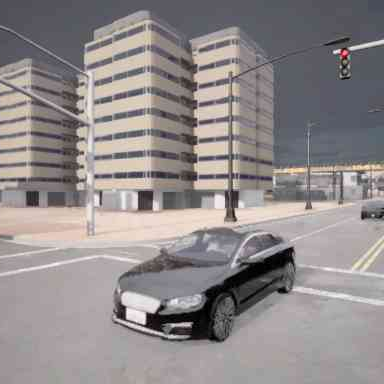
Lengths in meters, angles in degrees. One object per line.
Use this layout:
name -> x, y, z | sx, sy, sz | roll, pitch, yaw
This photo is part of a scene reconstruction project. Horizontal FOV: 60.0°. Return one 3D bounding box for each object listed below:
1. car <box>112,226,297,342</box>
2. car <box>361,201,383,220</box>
car -> 0.614, 1.497, 6.724 | 2.128, 1.511, 4.902 | 0, 0, 35
car -> 15.163, 1.492, 27.280 | 1.882, 1.535, 5.008 | 0, 0, 35
